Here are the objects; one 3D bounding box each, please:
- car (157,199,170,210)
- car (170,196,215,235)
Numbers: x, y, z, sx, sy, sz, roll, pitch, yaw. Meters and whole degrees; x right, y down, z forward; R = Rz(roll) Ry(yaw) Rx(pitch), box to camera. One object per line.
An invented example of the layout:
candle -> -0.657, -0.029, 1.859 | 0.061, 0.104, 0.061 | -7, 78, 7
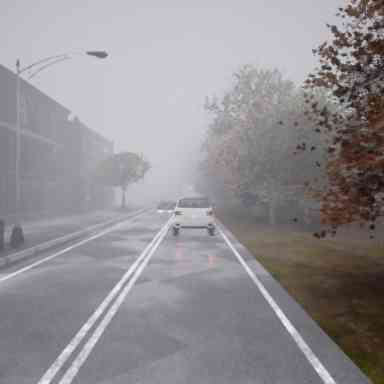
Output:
car -> -3.335, 1.555, 42.270 | 1.994, 1.385, 4.181 | 0, 0, 0
car -> 0.098, 1.219, 19.049 | 2.150, 2.045, 5.566 | 0, 0, 0
